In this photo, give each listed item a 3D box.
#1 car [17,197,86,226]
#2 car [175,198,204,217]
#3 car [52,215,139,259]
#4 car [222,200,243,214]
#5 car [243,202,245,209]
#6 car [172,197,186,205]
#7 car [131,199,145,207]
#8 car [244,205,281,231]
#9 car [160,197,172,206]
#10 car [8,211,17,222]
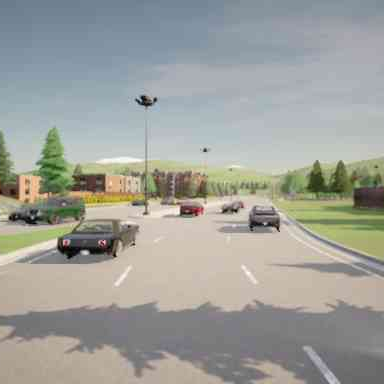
[{"bbox_3d":[-10.381,1.418,25.720,2.150,2.045,5.566,0,0,14],"label":"car"},{"bbox_3d":[0.053,1.740,34.728,1.882,1.535,5.008,0,-1,12],"label":"car"},{"bbox_3d":[-3.389,1.701,13.079,1.895,1.301,4.718,0,0,3],"label":"car"},{"bbox_3d":[4.783,1.905,40.370,1.895,1.301,4.718,0,0,12],"label":"car"},{"bbox_3d":[7.152,1.955,52.043,1.994,1.385,4.181,0,0,12],"label":"car"},{"bbox_3d":[-1.838,1.858,65.565,2.097,1.767,4.553,0,0,12],"label":"car"},{"bbox_3d":[-9.783,2.032,61.919,1.994,1.385,4.181,0,0,12],"label":"car"},{"bbox_3d":[4.684,1.656,21.826,2.128,1.511,4.902,0,0,9],"label":"car"},{"bbox_3d":[-4.931,1.901,67.785,2.097,1.767,4.553,0,0,12],"label":"car"},{"bbox_3d":[-13.388,1.780,28.176,1.994,1.385,4.181,0,0,13],"label":"car"}]
